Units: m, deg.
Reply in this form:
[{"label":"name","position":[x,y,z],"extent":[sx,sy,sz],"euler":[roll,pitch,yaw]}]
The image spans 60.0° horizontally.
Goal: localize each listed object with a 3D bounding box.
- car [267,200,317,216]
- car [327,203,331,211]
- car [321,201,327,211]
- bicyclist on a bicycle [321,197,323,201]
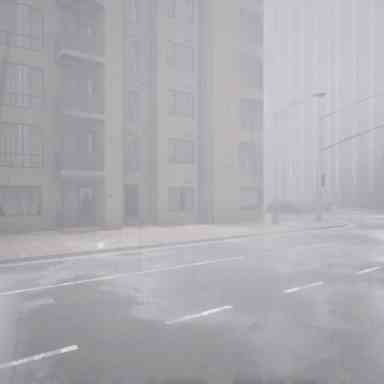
[{"label":"car","position":[9.544,1.523,33.020],"extent":[1.812,1.442,4.674],"euler":[0,0,-34]},{"label":"car","position":[14.043,1.561,39.035],"extent":[1.994,1.385,4.181],"euler":[0,0,-34]},{"label":"car","position":[11.676,1.598,36.068],"extent":[1.895,1.301,4.718],"euler":[0,0,-34]},{"label":"bicyclist on a bicycle","position":[18.319,1.297,47.564],"extent":[1.656,1.620,0.582],"euler":[0,0,-34]}]
